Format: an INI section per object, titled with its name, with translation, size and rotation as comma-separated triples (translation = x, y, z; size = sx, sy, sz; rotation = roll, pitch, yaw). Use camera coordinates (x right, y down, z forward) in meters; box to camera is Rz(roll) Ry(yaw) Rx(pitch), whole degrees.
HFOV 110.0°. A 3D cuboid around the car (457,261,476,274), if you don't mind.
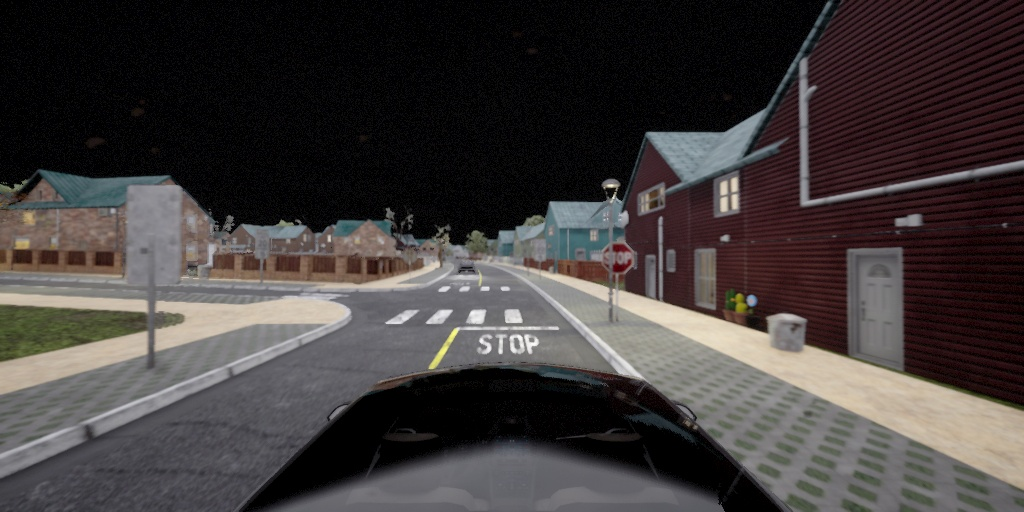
[car]
translation = -4.681, 1.205, 37.380
size = 1.895, 1.301, 4.718
rotation = 0, 0, -6
